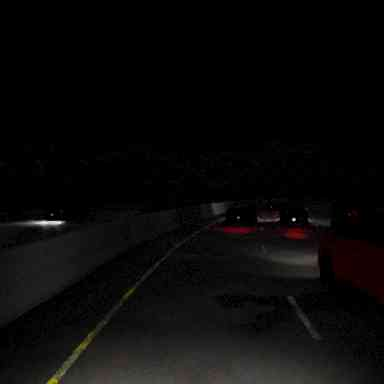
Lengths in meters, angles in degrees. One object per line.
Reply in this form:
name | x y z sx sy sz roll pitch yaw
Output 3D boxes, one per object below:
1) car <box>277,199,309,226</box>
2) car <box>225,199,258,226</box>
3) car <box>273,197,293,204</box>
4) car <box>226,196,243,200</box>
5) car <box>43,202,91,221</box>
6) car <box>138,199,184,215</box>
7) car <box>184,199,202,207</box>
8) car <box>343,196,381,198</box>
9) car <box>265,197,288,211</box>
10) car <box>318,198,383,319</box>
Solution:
car | 7.267 1.535 23.880 1.837 1.490 4.892 0 0 16
car | 3.657 1.496 23.919 1.882 1.535 5.008 0 0 15
car | 17.792 1.682 65.117 1.895 1.301 4.718 0 0 41
car | 8.213 1.535 64.380 2.128 1.511 4.902 0 0 37
car | -10.118 1.538 27.210 1.994 1.385 4.181 0 0 15
car | -2.700 1.546 28.019 2.033 1.411 5.357 0 0 17
car | -0.437 1.558 43.491 2.033 1.411 5.357 0 0 26
car | 9.637 1.258 19.404 2.150 2.045 5.566 0 0 13
car | 10.401 1.536 41.256 2.128 1.511 4.902 0 0 27
car | 3.954 1.236 5.706 2.150 2.045 5.566 0 0 5
